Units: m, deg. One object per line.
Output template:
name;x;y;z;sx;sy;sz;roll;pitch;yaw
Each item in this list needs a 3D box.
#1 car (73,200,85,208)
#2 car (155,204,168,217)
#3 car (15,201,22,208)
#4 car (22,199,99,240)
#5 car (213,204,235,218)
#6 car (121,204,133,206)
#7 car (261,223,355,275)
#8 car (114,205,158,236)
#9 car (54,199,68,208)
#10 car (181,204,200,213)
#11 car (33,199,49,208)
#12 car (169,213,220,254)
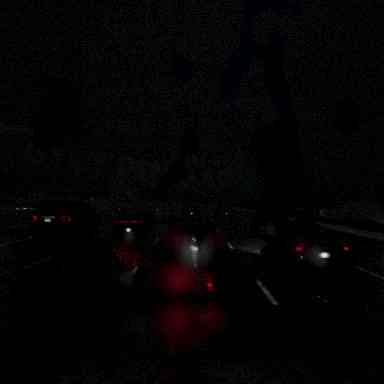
car;-23.043;2.400;68.089;2.128;1.511;4.902;0;-1;-16
car;-3.746;2.080;37.908;1.994;1.385;4.181;0;-1;-4
car;-33.071;2.401;64.975;1.994;1.385;4.181;0;-1;-16
car;-6.899;1.476;18.583;2.150;2.045;5.566;0;-1;0
car;3.369;1.980;35.861;2.128;1.511;4.902;0;-1;-2
car;-7.222;2.035;37.477;1.812;1.442;4.674;0;-1;-3
car;3.594;1.716;11.042;1.994;1.385;4.181;0;-1;0
car;-3.401;1.782;20.226;1.837;1.490;4.892;0;0;0
car;-26.394;2.222;67.082;2.097;1.767;4.553;0;-1;-16
car;-0.130;1.980;35.848;2.128;1.511;4.902;0;-1;-2
car;-29.361;2.223;64.717;2.097;1.767;4.553;0;-1;-14
car;0.098;1.797;14.307;1.895;1.301;4.718;0;-1;0
